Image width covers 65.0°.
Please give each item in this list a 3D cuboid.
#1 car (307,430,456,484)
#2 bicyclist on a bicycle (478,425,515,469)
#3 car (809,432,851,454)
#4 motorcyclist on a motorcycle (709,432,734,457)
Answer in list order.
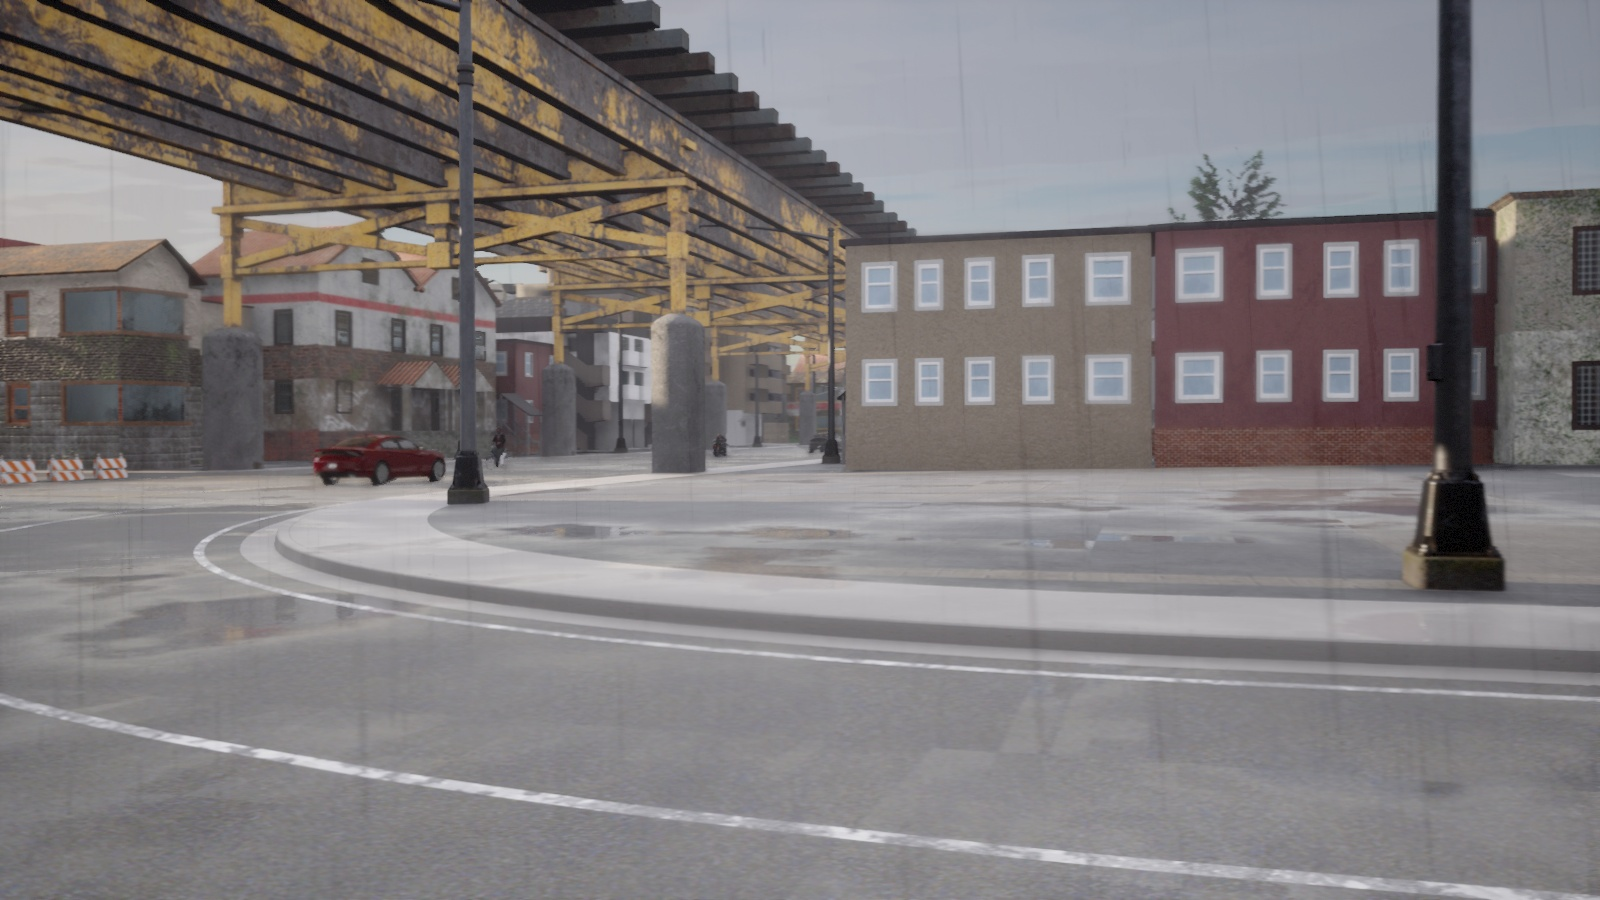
[{"bbox_3d":[-12.812,0.171,38.845,1.882,1.535,5.008,0,1,16],"label":"car"},{"bbox_3d":[-12.589,-0.135,52.197,0.659,1.776,1.843,0,1,16],"label":"bicyclist on a bicycle"},{"bbox_3d":[2.185,-0.516,90.716,1.837,1.490,4.892,0,1,16],"label":"car"},{"bbox_3d":[-4.930,-0.335,78.701,0.866,1.530,2.191,0,1,16],"label":"motorcyclist on a motorcycle"}]
